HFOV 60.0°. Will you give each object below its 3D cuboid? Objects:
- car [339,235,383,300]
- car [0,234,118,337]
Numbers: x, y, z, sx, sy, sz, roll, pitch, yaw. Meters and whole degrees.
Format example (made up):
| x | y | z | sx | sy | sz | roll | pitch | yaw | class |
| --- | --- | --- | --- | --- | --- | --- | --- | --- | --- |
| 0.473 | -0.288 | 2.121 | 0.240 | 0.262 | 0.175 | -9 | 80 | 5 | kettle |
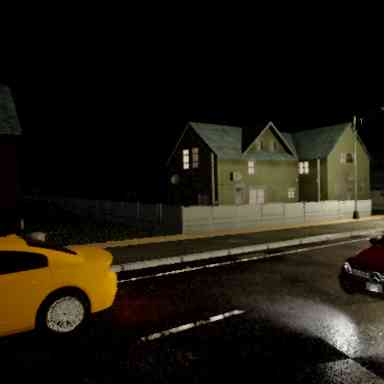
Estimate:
| x | y | z | sx | sy | sz | roll | pitch | yaw | class |
| --- | --- | --- | --- | --- | --- | --- | --- | --- | --- |
| 5.224 | 1.471 | 7.423 | 4.674 | 1.442 | 1.812 | 0 | 0 | -35 | car |
| -3.664 | 1.479 | 5.063 | 5.008 | 1.535 | 1.882 | 0 | 0 | -35 | car |
